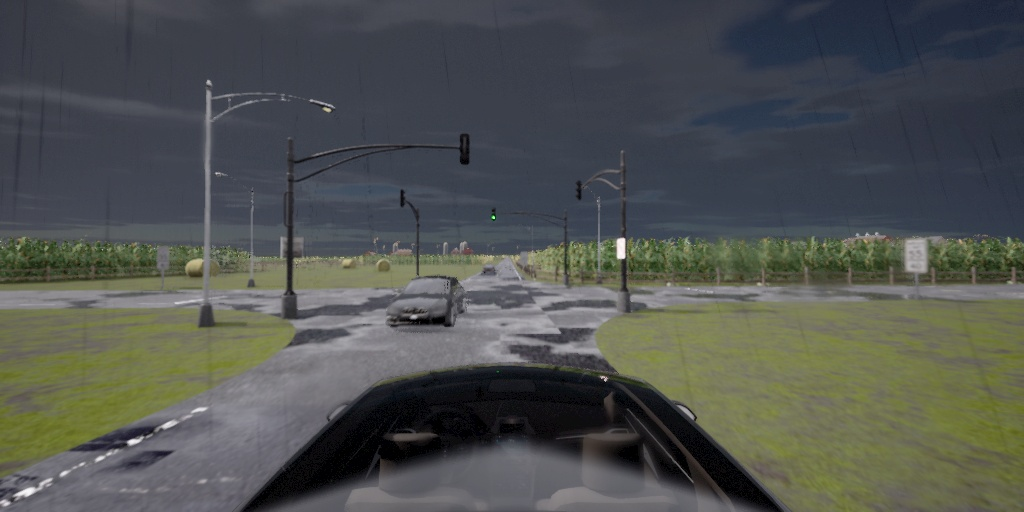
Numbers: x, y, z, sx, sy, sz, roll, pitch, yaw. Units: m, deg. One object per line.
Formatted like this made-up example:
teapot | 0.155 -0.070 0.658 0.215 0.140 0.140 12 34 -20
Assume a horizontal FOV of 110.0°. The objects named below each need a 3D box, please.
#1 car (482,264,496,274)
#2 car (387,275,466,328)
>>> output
car | -3.351 1.935 52.756 2.033 1.411 5.357 0 0 -1
car | -2.662 1.427 12.094 1.837 1.490 4.892 0 -1 0
